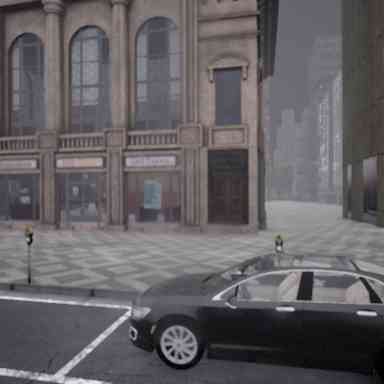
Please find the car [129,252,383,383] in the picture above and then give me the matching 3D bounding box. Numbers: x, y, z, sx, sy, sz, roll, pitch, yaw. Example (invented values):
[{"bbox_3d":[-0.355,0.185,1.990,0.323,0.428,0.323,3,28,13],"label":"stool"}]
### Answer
[{"bbox_3d":[1.302,1.550,4.655,4.403,1.369,2.008,0,0,12],"label":"car"}]
